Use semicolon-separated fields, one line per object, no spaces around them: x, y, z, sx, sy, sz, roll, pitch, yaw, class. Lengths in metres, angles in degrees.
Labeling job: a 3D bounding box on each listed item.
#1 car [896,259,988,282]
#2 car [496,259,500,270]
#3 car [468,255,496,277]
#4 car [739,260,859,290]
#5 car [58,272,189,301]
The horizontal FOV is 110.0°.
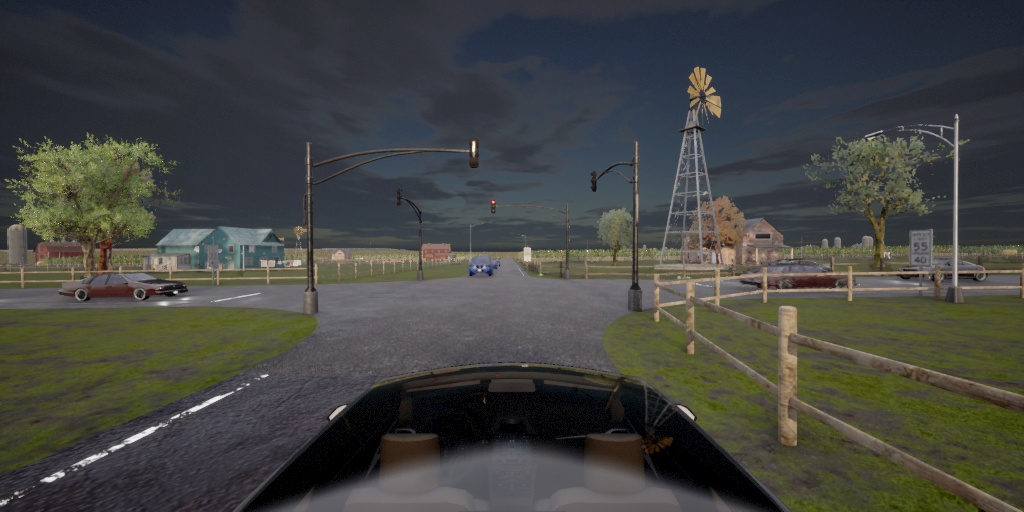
27.547;0.886;23.056;4.181;1.385;1.994;-1;1;0;car
-3.112;1.223;52.301;1.882;1.535;5.008;0;0;0;car
-2.995;0.966;35.510;2.150;2.045;5.566;0;0;0;car
15.135;1.107;19.100;5.357;1.411;2.033;-1;1;-3;car
-20.634;1.587;19.140;5.357;1.411;2.033;-1;1;0;car
